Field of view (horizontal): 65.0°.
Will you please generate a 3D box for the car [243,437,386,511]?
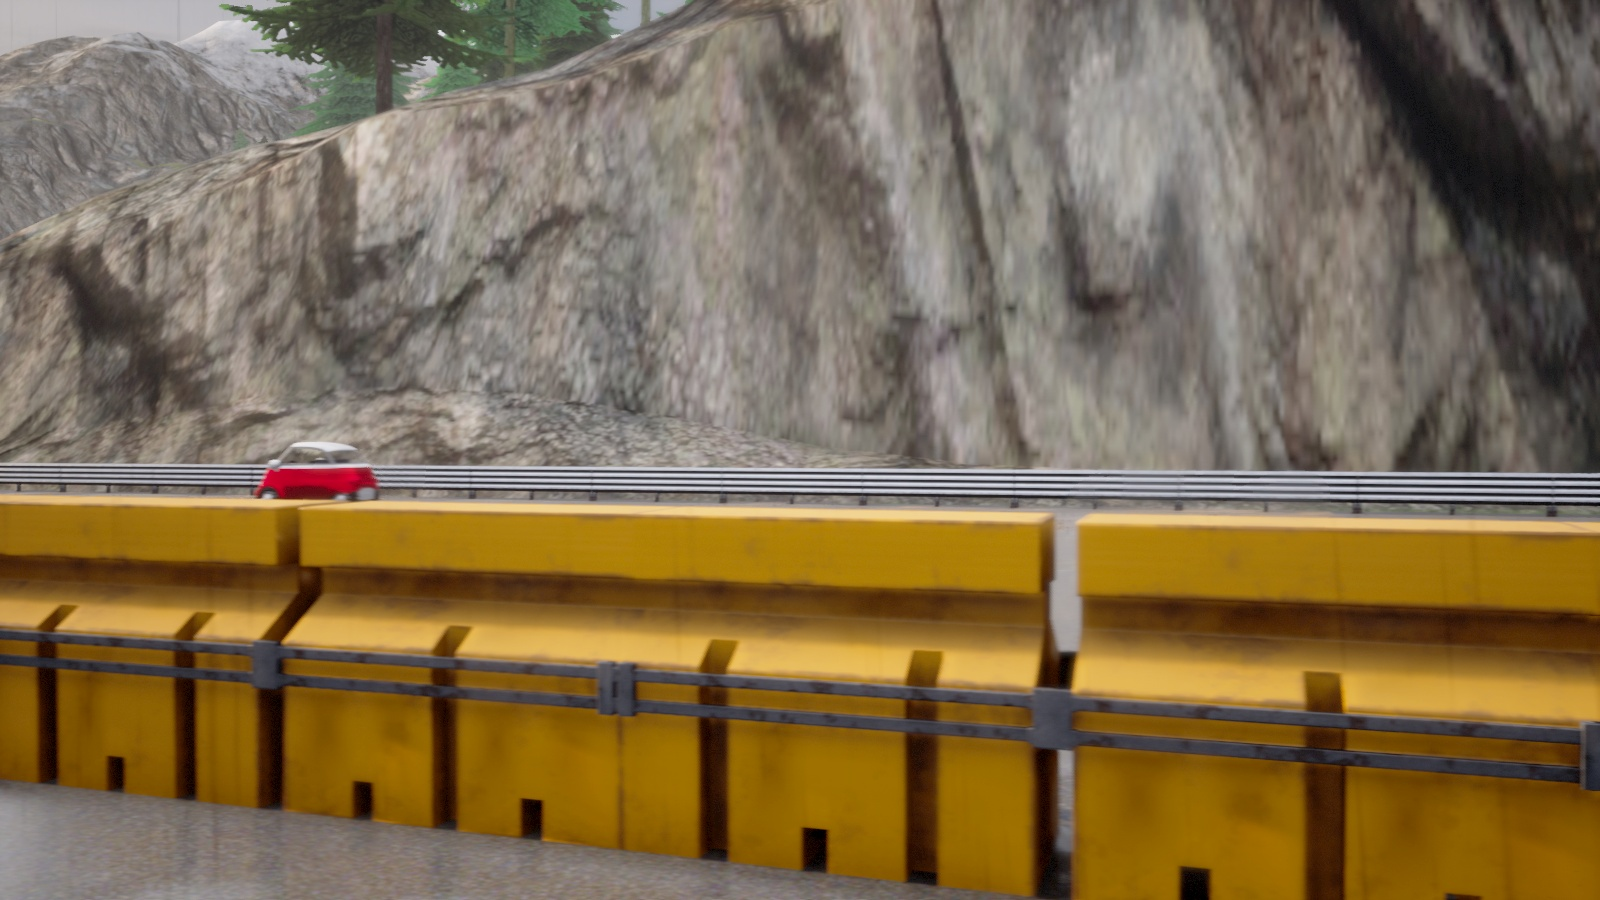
[{"bbox_3d":[-9.605,0.446,24.890,2.207,1.376,1.481,1,1,19],"label":"car"}]
